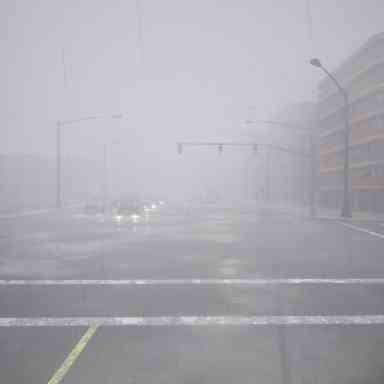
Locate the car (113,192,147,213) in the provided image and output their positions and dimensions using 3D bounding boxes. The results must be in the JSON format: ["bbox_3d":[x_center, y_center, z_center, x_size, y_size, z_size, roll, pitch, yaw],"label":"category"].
[{"bbox_3d":[-6.330,1.226,34.410,2.097,1.767,4.553,0,1,0],"label":"car"}]

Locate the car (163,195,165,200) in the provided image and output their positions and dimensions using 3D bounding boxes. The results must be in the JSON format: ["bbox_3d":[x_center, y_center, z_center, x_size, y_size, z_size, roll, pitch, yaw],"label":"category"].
[{"bbox_3d":[-6.198,1.012,62.703,1.895,1.301,4.718,0,1,1],"label":"car"}]

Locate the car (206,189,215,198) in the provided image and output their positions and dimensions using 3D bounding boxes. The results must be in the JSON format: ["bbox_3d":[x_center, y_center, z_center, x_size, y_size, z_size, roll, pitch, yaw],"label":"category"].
[{"bbox_3d":[4.399,0.425,75.812,2.150,2.045,5.566,0,1,0],"label":"car"}]

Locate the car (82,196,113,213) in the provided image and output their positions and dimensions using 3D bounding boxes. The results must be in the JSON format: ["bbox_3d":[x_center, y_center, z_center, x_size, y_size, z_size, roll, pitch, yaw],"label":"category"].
[{"bbox_3d":[-9.828,1.225,34.753,2.097,1.767,4.553,0,1,0],"label":"car"}]

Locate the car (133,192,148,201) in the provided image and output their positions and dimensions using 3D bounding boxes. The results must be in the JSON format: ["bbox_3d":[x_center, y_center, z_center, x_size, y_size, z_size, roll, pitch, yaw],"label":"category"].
[{"bbox_3d":[-9.692,0.896,63.091,2.128,1.511,4.902,0,1,1],"label":"car"}]

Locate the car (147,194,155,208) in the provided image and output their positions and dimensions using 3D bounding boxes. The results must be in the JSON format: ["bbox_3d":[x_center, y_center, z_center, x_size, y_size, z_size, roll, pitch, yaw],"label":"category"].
[{"bbox_3d":[-6.302,1.277,43.293,1.812,1.442,4.674,0,1,0],"label":"car"}]

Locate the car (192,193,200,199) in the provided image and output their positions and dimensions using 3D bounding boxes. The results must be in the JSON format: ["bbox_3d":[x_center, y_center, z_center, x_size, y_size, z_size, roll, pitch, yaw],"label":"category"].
[{"bbox_3d":[0.898,0.792,76.072,1.895,1.301,4.718,0,1,0],"label":"car"}]

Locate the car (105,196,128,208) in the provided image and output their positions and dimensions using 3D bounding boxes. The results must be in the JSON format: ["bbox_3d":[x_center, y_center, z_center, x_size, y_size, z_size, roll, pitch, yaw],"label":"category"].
[{"bbox_3d":[-9.802,1.314,43.396,1.994,1.385,4.181,0,1,0],"label":"car"}]

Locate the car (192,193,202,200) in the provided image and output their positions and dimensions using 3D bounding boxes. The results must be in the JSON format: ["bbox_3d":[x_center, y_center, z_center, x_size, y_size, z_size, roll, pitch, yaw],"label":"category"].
[{"bbox_3d":[0.967,0.830,65.991,1.882,1.535,5.008,0,1,0],"label":"car"}]

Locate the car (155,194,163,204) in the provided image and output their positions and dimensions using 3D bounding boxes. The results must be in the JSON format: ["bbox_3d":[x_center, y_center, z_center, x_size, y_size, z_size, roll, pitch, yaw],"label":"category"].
[{"bbox_3d":[-6.268,1.080,52.573,2.128,1.511,4.902,0,1,0],"label":"car"}]

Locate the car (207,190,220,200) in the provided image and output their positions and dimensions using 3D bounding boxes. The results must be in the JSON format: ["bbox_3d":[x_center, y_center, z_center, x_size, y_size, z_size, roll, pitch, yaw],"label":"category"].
[{"bbox_3d":[4.467,0.919,65.829,1.994,1.385,4.181,0,1,0],"label":"car"}]
